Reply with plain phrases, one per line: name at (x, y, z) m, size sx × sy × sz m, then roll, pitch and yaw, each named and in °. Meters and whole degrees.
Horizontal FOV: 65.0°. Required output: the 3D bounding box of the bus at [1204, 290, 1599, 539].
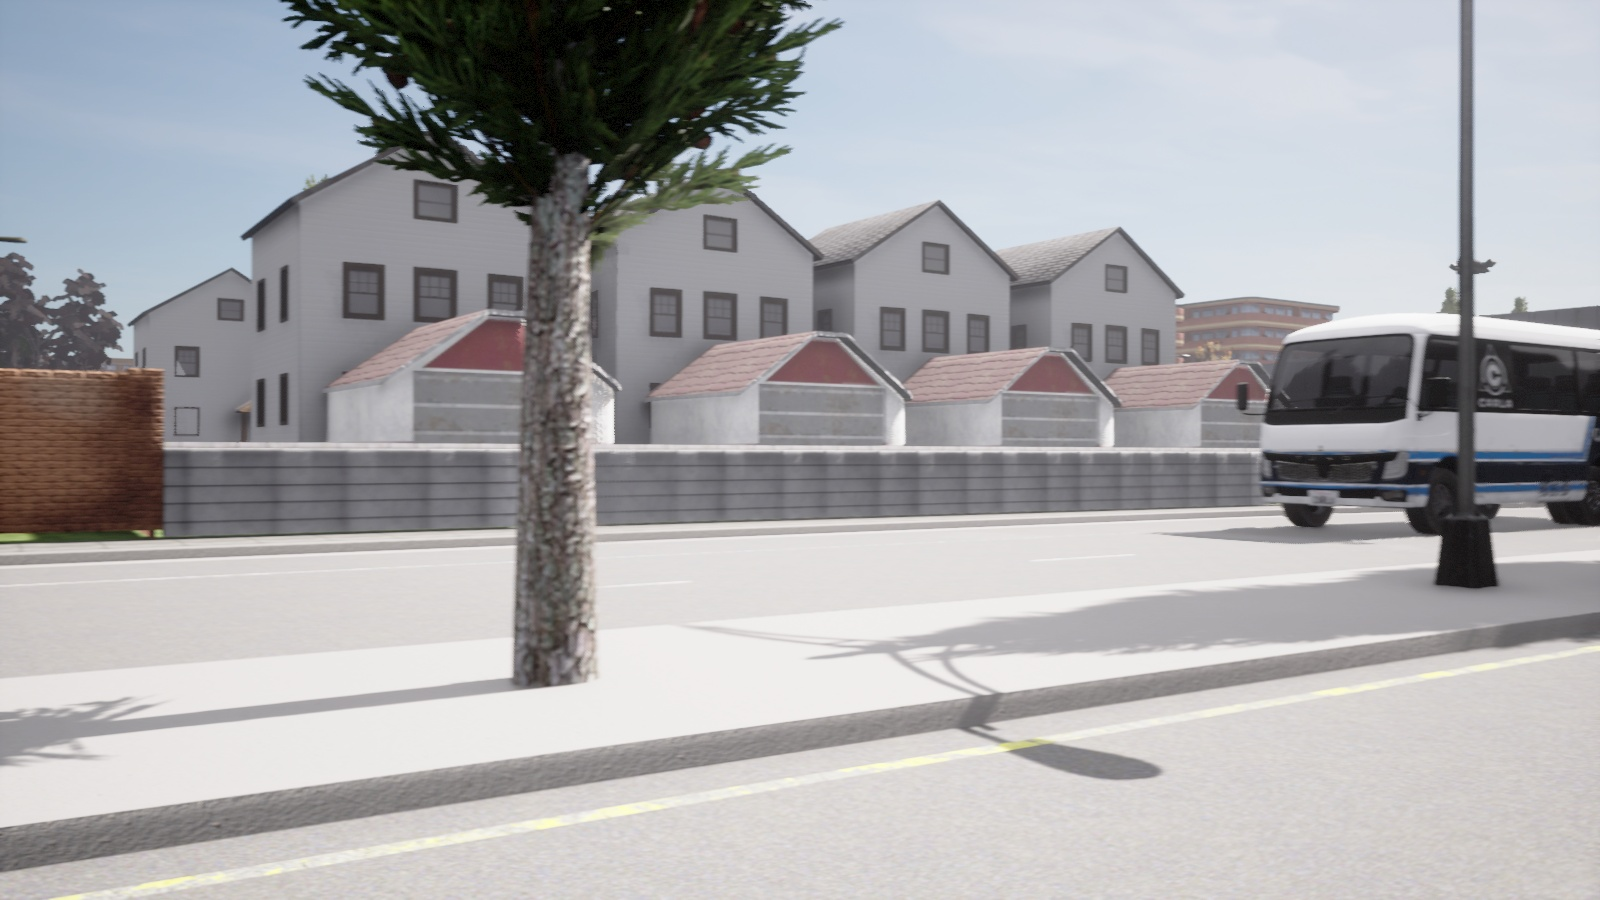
bus at (13.374, -0.603, 25.882) m, size 10.273 × 4.253 × 3.944 m, roll 0°, pitch 0°, yaw -33°
